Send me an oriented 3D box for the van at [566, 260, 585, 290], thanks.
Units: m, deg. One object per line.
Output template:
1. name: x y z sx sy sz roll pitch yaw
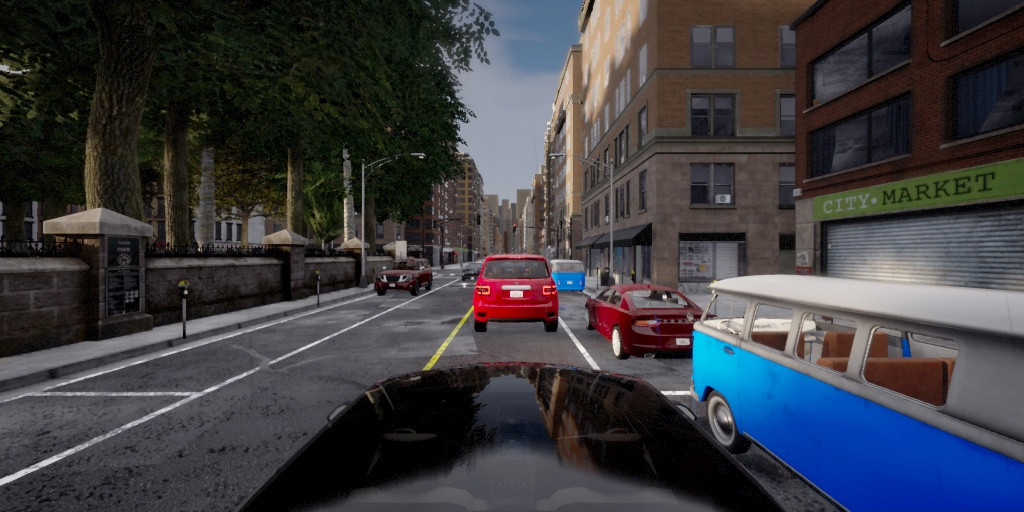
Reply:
1. van: 2.851 1.085 19.535 1.690 1.789 3.998 0 0 0

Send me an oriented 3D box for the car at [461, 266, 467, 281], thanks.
1. car: -3.009 1.297 29.991 2.033 1.411 5.357 0 0 0

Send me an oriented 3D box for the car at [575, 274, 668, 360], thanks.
1. car: 2.855 1.294 8.214 1.888 1.381 4.507 0 0 0

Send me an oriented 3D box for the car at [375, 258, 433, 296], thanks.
1. car: -5.673 1.059 19.492 2.192 1.841 5.009 0 0 0

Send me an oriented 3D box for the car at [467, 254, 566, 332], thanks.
1. car: 0.095 0.970 10.972 2.150 2.045 5.566 0 0 0

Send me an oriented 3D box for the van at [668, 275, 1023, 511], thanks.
1. van: 2.856 1.091 2.553 1.690 1.789 3.998 0 0 0
